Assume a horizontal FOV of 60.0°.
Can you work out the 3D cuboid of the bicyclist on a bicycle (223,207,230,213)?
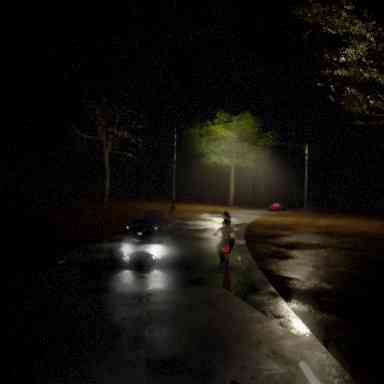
[{"bbox_3d":[2.081,1.730,20.157,0.866,1.612,1.509,1,-2,9],"label":"bicyclist on a bicycle"}]

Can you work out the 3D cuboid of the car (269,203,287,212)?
[{"bbox_3d":[14.242,2.554,54.854,1.994,1.385,4.181,1,-1,31],"label":"car"}]

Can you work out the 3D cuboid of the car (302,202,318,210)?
[{"bbox_3d":[24.609,2.946,69.071,1.837,1.490,4.892,2,-1,43],"label":"car"}]

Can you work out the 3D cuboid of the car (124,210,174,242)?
[{"bbox_3d":[-2.144,1.724,18.011,1.812,1.442,4.674,1,-1,8],"label":"car"}]

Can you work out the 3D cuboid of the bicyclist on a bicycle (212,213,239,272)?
[{"bbox_3d":[1.058,1.589,10.378,0.866,1.612,1.509,1,-1,3],"label":"bicyclist on a bicycle"}]
